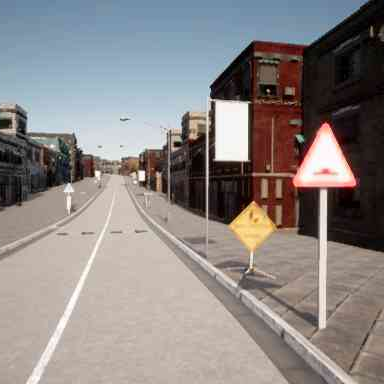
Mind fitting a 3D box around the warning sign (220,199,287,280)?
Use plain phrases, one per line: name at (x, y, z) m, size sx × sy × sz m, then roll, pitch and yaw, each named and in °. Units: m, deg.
warning sign at (1.521, 1.161, 8.468) m, size 1.300 × 1.860 × 1.060 m, roll 2°, pitch 1°, yaw -12°
